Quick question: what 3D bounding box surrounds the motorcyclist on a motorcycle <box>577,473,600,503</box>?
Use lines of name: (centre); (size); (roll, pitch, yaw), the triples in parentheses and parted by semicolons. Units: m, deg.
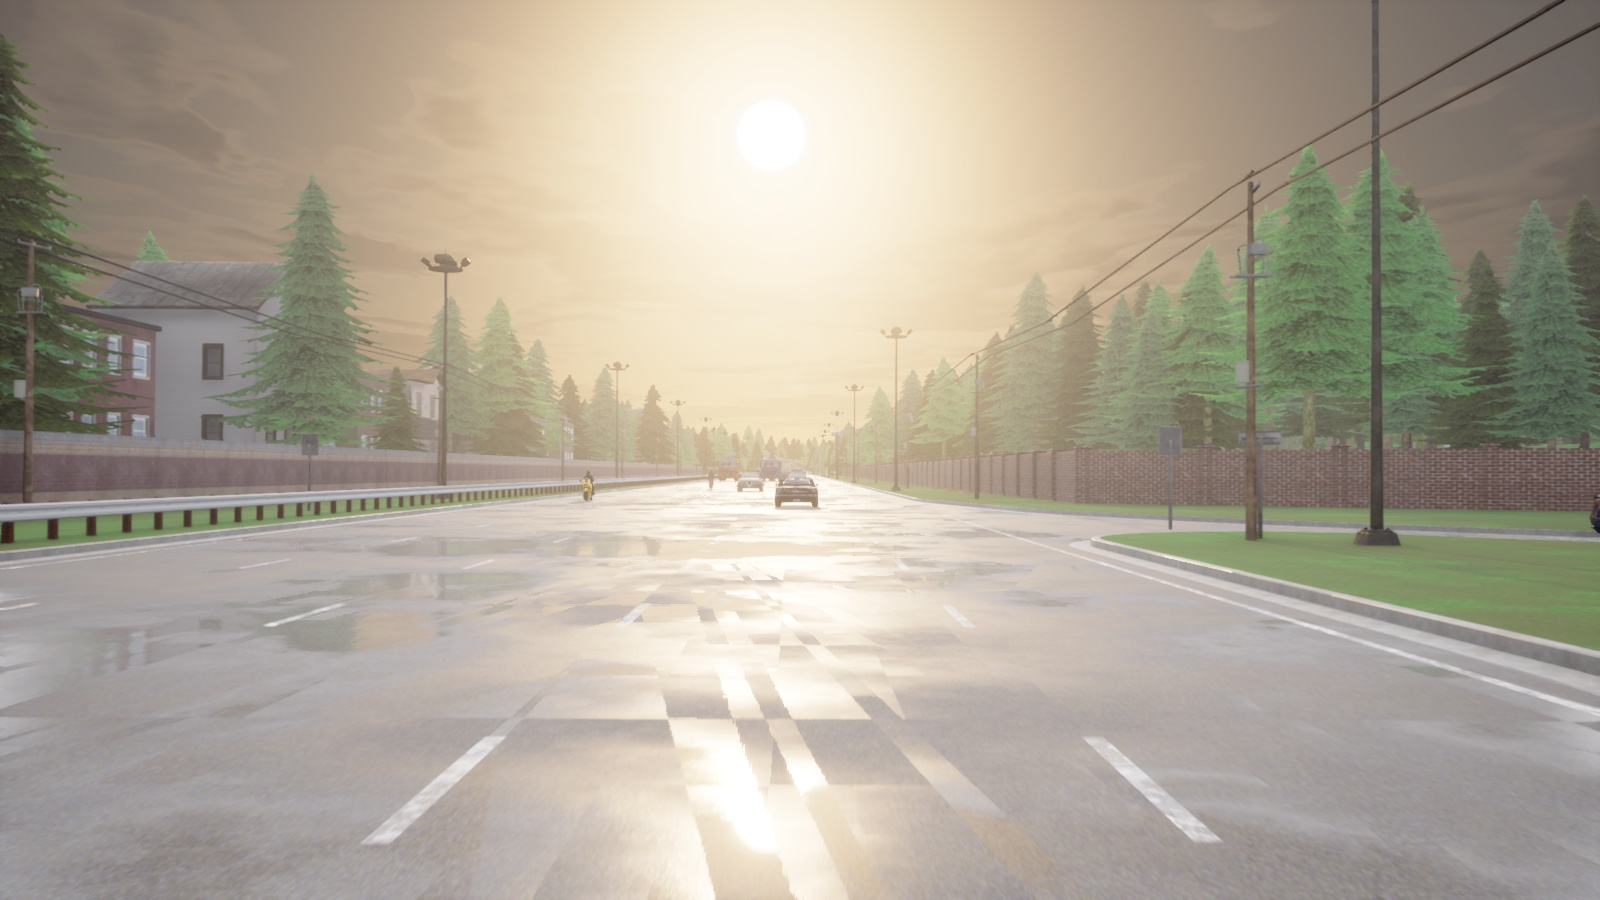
motorcyclist on a motorcycle: (-10.653, 1.899, 63.279); (0.797, 1.523, 2.044); (0, -1, 0)

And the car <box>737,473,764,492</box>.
car: (-3.729, 2.452, 95.370); (1.812, 1.442, 4.674); (0, -1, 0)

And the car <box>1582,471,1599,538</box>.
car: (19.955, 1.190, 27.173); (4.792, 1.488, 2.163); (-1, -1, 43)

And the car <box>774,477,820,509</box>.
car: (-0.131, 1.832, 54.893); (1.895, 1.301, 4.718); (0, -1, 0)

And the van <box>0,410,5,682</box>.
van: (-7.018, 0.687, 7.212); (2.069, 2.038, 4.480); (0, -1, 0)
